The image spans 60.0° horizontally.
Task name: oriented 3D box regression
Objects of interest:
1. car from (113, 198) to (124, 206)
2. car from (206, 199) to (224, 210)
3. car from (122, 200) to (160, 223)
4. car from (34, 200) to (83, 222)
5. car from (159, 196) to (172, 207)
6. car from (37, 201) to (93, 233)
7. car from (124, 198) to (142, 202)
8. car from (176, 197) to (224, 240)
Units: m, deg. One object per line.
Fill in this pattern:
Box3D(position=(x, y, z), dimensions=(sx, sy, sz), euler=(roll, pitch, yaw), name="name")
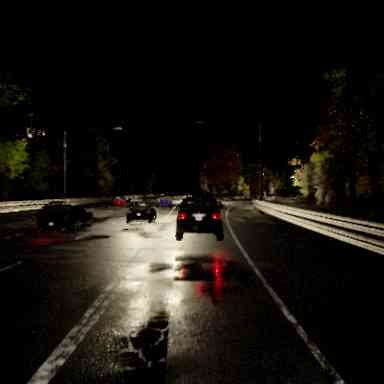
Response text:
Box3D(position=(-11.350, 1.619, 53.585), dimensions=(1.994, 1.385, 4.181), euler=(0, 0, -1), name="car")
Box3D(position=(3.266, 1.681, 46.472), dimensions=(2.033, 1.411, 5.357), euler=(0, -1, 9), name="car")
Box3D(position=(-3.892, 1.597, 26.138), dimensions=(1.994, 1.385, 4.181), euler=(0, 0, -1), name="car")
Box3D(position=(-10.917, 1.503, 27.623), dimensions=(2.128, 1.511, 4.902), euler=(0, 0, -1), name="car")
Box3D(position=(-4.346, 1.431, 53.524), dimensions=(2.097, 1.767, 4.553), euler=(0, 0, -1), name="car")
Box3D(position=(-7.283, 1.487, 19.570), dimensions=(1.882, 1.535, 5.008), euler=(0, 0, -1), name="car")
Box3D(position=(-7.734, 1.603, 46.662), dimensions=(2.033, 1.411, 5.357), euler=(0, 0, -1), name="car")
Box3D(position=(0.459, 1.250, 17.211), dimensions=(2.150, 2.045, 5.566), euler=(0, 0, 3), name="car")
